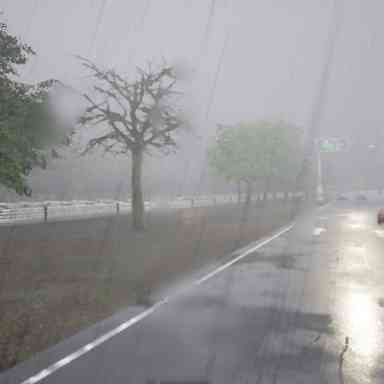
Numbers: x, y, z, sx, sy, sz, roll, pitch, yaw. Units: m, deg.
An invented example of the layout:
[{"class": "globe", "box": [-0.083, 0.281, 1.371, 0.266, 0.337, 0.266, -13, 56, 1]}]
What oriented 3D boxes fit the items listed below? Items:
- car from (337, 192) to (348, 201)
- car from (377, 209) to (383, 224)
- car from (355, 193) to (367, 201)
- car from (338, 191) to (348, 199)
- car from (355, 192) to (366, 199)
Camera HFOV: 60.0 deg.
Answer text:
[{"class": "car", "box": [30.885, 1.162, 68.402, 2.033, 1.411, 5.357, -1, 0, 26]}, {"class": "car", "box": [14.037, 1.431, 22.326, 4.181, 1.385, 1.994, -1, 0, -44]}, {"class": "car", "box": [34.040, 1.109, 66.888, 2.128, 1.511, 4.902, -1, 0, 26]}, {"class": "car", "box": [35.371, 0.745, 77.769, 2.097, 1.767, 4.553, -1, 0, 26]}, {"class": "car", "box": [38.542, 0.878, 76.283, 2.128, 1.511, 4.902, -1, 0, 26]}]
